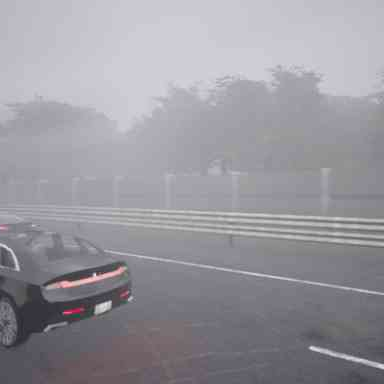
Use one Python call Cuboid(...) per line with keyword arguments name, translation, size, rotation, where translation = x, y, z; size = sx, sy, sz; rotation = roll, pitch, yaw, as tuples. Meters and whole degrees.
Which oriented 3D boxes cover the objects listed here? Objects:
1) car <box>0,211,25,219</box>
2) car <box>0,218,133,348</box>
Cuboid(name="car", translation=(-8.469, 1.529, 14.184), size=(4.674, 1.442, 1.812), rotation=(0, 0, 35))
Cuboid(name="car", translation=(-3.287, 1.488, 6.296), size=(4.902, 1.511, 2.128), rotation=(0, 0, 35))
